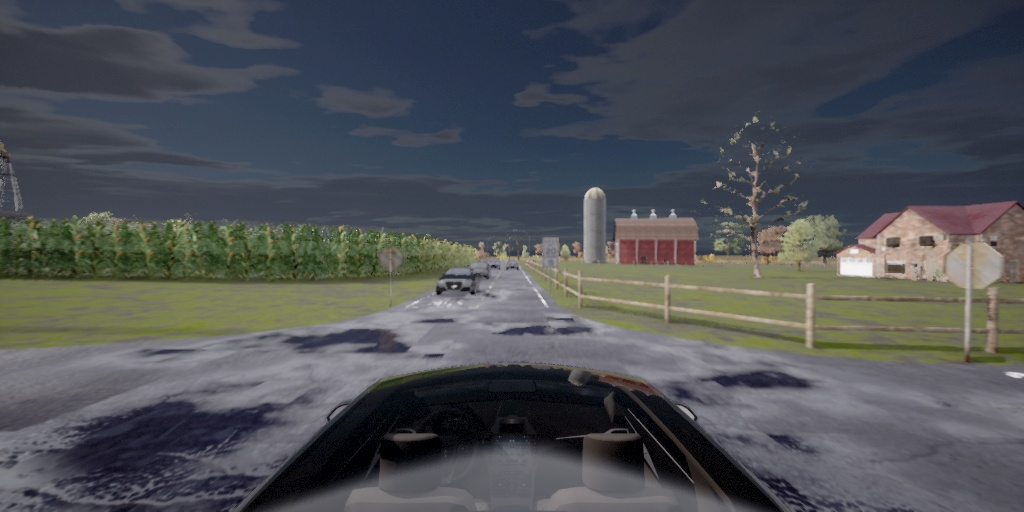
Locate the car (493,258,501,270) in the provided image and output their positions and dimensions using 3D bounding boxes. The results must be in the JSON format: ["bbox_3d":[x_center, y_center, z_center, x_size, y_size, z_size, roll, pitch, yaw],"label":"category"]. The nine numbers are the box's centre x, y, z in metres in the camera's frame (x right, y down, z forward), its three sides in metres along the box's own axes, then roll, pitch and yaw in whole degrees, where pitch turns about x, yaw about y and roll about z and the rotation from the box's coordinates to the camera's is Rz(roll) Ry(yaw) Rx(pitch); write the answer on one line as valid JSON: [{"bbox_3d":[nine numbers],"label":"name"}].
[{"bbox_3d":[-2.757,1.092,52.676,2.097,1.767,4.553,0,0,0],"label":"car"}]

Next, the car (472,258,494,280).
[{"bbox_3d":[-2.848,1.237,31.579,1.837,1.490,4.892,0,1,0],"label":"car"}]

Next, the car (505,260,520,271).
[{"bbox_3d":[0.063,1.286,50.284,2.033,1.411,5.357,0,0,0],"label":"car"}]

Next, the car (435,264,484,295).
[{"bbox_3d":[-2.846,1.303,19.632,1.994,1.385,4.181,0,0,0],"label":"car"}]
